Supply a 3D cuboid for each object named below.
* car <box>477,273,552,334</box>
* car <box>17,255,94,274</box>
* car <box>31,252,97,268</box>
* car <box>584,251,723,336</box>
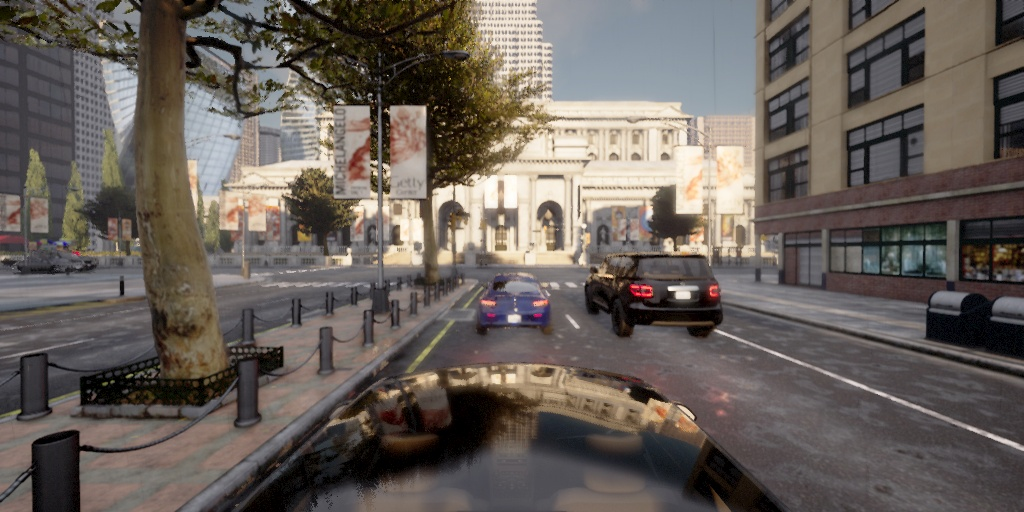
[{"bbox_3d":[0.076,1.194,10.177,1.812,1.442,4.674,0,1,0],"label":"car"},{"bbox_3d":[-43.878,0.930,34.229,4.902,1.511,2.128,0,1,-1],"label":"car"},{"bbox_3d":[-47.321,0.626,37.697,5.566,2.045,2.150,0,1,-2],"label":"car"},{"bbox_3d":[3.582,0.890,10.184,2.150,2.045,5.566,0,1,0],"label":"car"}]
